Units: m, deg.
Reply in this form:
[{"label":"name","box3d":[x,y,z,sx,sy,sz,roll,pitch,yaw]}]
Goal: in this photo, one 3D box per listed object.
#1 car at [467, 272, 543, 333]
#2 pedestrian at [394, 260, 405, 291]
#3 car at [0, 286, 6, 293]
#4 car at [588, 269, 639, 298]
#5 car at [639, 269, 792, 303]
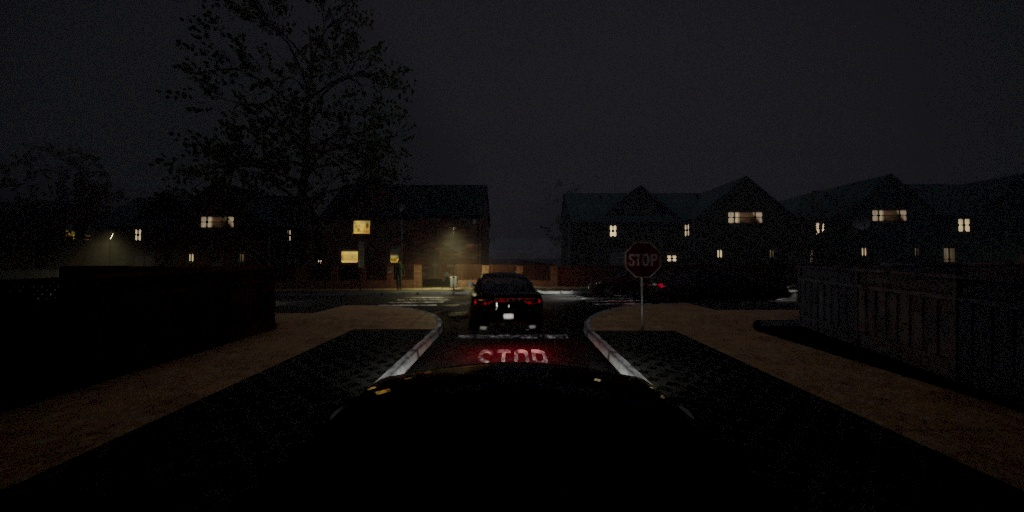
[{"label":"car","box3d":[-0.319,1.224,10.806,1.882,1.535,5.008,0,1,-5]},{"label":"pedestrian","box3d":[-6.677,1.115,21.213,0.375,1.860,0.375,0,-1,1]},{"label":"car","box3d":[-29.328,1.671,18.630,4.674,1.442,1.812,-1,-1,1]},{"label":"car","box3d":[6.191,1.306,18.094,4.674,1.442,1.812,-1,-1,1]},{"label":"car","box3d":[8.494,1.231,15.111,5.357,1.411,2.033,0,-1,1]}]
